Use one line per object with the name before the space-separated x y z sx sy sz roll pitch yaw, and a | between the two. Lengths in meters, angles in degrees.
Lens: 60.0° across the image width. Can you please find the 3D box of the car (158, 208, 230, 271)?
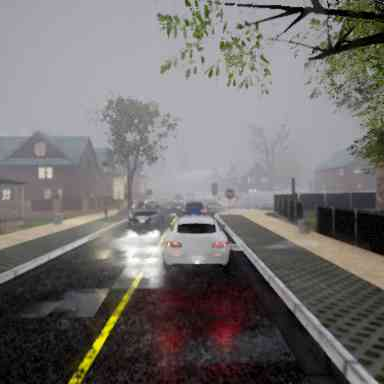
car | 0.125 1.455 10.525 1.812 1.442 4.674 0 0 0

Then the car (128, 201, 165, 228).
car | -2.755 1.349 20.948 2.128 1.511 4.902 0 0 1

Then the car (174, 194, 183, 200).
car | -2.816 1.060 69.447 1.994 1.385 4.181 0 0 -5

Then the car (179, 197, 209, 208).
car | 0.210 1.362 23.874 1.812 1.442 4.674 0 0 2
